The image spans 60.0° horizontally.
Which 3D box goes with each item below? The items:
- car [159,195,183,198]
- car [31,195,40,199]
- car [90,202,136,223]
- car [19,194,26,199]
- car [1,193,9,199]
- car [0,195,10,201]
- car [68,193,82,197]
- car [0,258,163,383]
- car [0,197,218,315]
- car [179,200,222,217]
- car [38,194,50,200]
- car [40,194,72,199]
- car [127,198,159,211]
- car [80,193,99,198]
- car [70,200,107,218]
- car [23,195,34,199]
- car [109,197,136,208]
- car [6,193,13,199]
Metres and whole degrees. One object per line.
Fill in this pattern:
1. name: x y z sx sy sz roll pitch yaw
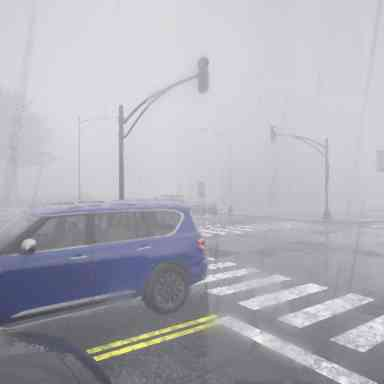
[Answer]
1. car: -2.627 1.196 35.354 2.192 1.841 5.009 0 0 -36
2. car: -19.507 1.460 43.961 1.802 1.307 4.206 0 0 -36
3. car: -6.169 1.512 25.768 1.947 1.339 4.313 0 0 -36
4. car: -26.176 1.421 53.057 1.947 1.339 4.313 0 0 -36
5. car: -36.180 1.140 66.701 2.192 1.841 5.009 0 0 -36
6. car: -42.847 1.390 75.797 1.802 1.307 4.206 0 0 -36
7. car: -19.297 1.124 58.091 2.192 1.841 5.009 0 0 -36
8. car: -2.723 1.505 1.487 4.892 1.490 1.837 0 0 -37
9. car: -2.268 1.221 6.041 5.566 2.045 2.150 0 0 -36
10. car: 0.708 1.482 30.807 1.802 1.307 4.206 0 0 -36
11. car: -36.066 1.288 80.967 1.752 1.417 4.829 0 0 -36
12. car: -16.172 1.333 39.412 1.967 1.590 4.097 0 0 -36
13. car: -5.961 1.429 39.902 1.947 1.339 4.313 0 0 -36
14. car: -15.963 1.365 53.544 1.887 1.381 4.507 0 0 -36
15. car: -9.504 1.492 30.317 1.947 1.339 4.313 0 0 -36
16. car: -22.740 1.391 48.371 1.752 1.417 4.829 0 0 -36
17. car: -9.294 1.413 44.449 1.947 1.339 4.313 0 0 -36
18. car: -32.845 1.380 62.153 1.887 1.381 4.507 0 0 -36
